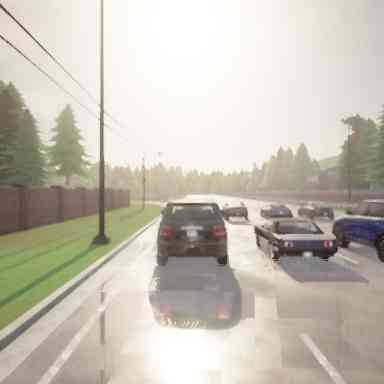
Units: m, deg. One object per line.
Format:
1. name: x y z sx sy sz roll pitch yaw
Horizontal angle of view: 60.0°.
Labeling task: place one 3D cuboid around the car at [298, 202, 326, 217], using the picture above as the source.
1. car: 10.557 1.544 28.570 1.812 1.442 4.674 0 0 1

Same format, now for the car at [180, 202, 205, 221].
1. car: 0.053 1.584 28.186 1.994 1.385 4.181 0 0 1

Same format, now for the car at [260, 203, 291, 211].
1. car: 7.054 1.584 28.188 1.994 1.385 4.181 0 0 1

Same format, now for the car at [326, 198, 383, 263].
1. car: 7.035 1.231 11.808 2.150 2.045 5.566 0 0 1

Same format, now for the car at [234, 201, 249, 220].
1. car: 3.550 1.511 27.925 2.128 1.511 4.902 0 0 1

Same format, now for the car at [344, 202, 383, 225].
1. car: 14.028 1.565 25.791 2.033 1.411 5.357 0 0 0

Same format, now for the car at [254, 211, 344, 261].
1. car: 3.541 1.609 12.323 1.895 1.301 4.718 0 0 1

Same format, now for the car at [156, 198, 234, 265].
1. car: 0.034 1.231 11.853 2.150 2.045 5.566 0 0 1
